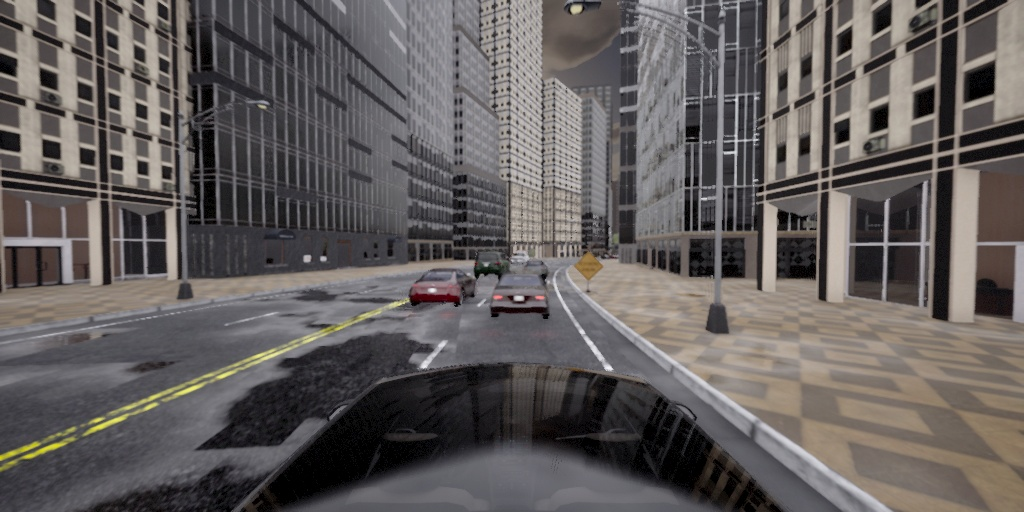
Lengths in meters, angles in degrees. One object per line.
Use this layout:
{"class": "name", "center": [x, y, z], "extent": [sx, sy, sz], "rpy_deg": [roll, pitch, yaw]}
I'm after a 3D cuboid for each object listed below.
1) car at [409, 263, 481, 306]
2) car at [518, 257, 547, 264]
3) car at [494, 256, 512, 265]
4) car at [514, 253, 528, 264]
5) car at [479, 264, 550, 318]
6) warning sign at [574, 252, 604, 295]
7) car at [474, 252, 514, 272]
{"class": "car", "center": [-2.715, 1.184, 14.904], "extent": [1.994, 1.385, 4.181], "rpy_deg": [0, 1, 4]}
{"class": "car", "center": [1.946, 1.053, 29.505], "extent": [1.994, 1.385, 4.181], "rpy_deg": [0, 1, 8]}
{"class": "car", "center": [-1.480, 0.703, 62.827], "extent": [1.812, 1.442, 4.674], "rpy_deg": [0, 1, 15]}
{"class": "car", "center": [1.366, 0.430, 60.943], "extent": [2.150, 2.045, 5.566], "rpy_deg": [0, 1, 15]}
{"class": "car", "center": [0.353, 1.193, 12.448], "extent": [2.033, 1.411, 5.357], "rpy_deg": [0, 1, 4]}
{"class": "warning sign", "center": [3.369, 0.731, 15.891], "extent": [1.300, 1.860, 1.060], "rpy_deg": [0, 0, 4]}
{"class": "car", "center": [-1.494, 0.714, 28.419], "extent": [2.150, 2.045, 5.566], "rpy_deg": [0, 1, 8]}
